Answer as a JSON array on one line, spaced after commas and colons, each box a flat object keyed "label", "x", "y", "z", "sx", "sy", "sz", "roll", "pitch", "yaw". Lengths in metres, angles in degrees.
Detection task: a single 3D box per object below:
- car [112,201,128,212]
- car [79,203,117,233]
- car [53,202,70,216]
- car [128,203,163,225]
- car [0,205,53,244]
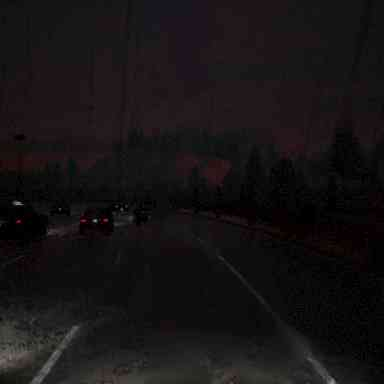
[{"label": "car", "x": -9.400, "y": 1.828, "z": 42.215, "sx": 1.895, "sy": 1.301, "sz": 4.718, "roll": 0, "pitch": 0, "yaw": -24}, {"label": "car", "x": -5.875, "y": 1.648, "z": 20.693, "sx": 2.033, "sy": 1.411, "sz": 5.357, "roll": 0, "pitch": 0, "yaw": -13}, {"label": "car", "x": -13.773, "y": 1.754, "z": 34.737, "sx": 2.033, "sy": 1.411, "sz": 5.357, "roll": 0, "pitch": 0, "yaw": -22}, {"label": "car", "x": -3.415, "y": 1.606, "z": 24.997, "sx": 2.128, "sy": 1.511, "sz": 4.902, "roll": 0, "pitch": 0, "yaw": -14}, {"label": "car", "x": -8.648, "y": 1.439, "z": 16.356, "sx": 2.097, "sy": 1.767, "sz": 4.553, "roll": 0, "pitch": 0, "yaw": -9}]
